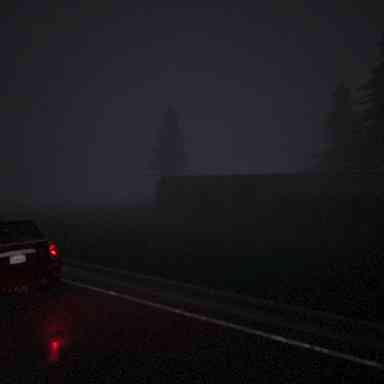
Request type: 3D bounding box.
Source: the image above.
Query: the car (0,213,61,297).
[{"bbox_3d":[-5.069,1.299,7.611,4.553,1.767,2.097,0,0,36],"label":"car"}]
